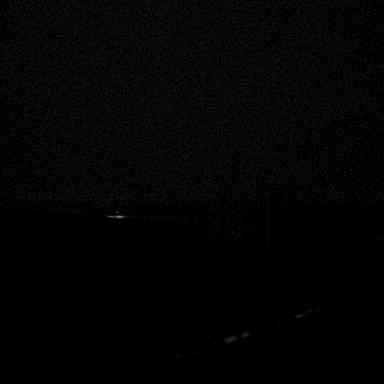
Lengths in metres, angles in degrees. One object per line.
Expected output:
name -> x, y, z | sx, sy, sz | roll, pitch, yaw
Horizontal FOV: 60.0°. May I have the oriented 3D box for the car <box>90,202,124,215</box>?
car -> -9.868, 1.894, 38.297 | 2.033, 1.411, 5.357 | 1, -1, -41
